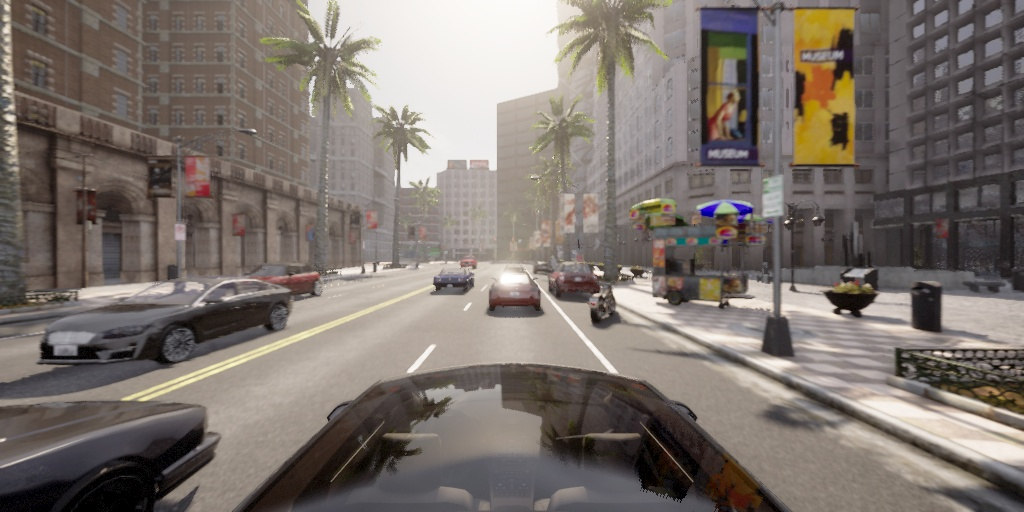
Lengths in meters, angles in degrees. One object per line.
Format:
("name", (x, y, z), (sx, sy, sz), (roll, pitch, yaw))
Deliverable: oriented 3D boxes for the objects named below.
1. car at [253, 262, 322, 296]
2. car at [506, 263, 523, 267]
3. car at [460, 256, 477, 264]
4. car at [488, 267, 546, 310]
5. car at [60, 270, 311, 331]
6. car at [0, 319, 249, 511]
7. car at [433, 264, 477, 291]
("car", (-10.588, 1.099, 16.075), (2.097, 1.767, 4.553), (0, 0, 0))
("car", (0.250, 1.344, 34.507), (1.895, 1.301, 4.718), (0, 0, 1))
("car", (-6.621, 0.957, 55.157), (2.150, 2.045, 5.566), (0, 0, 1))
("car", (0.102, 1.311, 14.683), (1.994, 1.385, 4.181), (0, 0, 0))
("car", (-7.097, 1.240, 8.153), (2.128, 1.511, 4.902), (0, 0, 0))
("car", (-3.400, 1.298, 0.552), (2.033, 1.411, 5.357), (0, 0, 0))
("car", (-3.384, 1.347, 21.839), (1.895, 1.301, 4.718), (0, 0, 0))
